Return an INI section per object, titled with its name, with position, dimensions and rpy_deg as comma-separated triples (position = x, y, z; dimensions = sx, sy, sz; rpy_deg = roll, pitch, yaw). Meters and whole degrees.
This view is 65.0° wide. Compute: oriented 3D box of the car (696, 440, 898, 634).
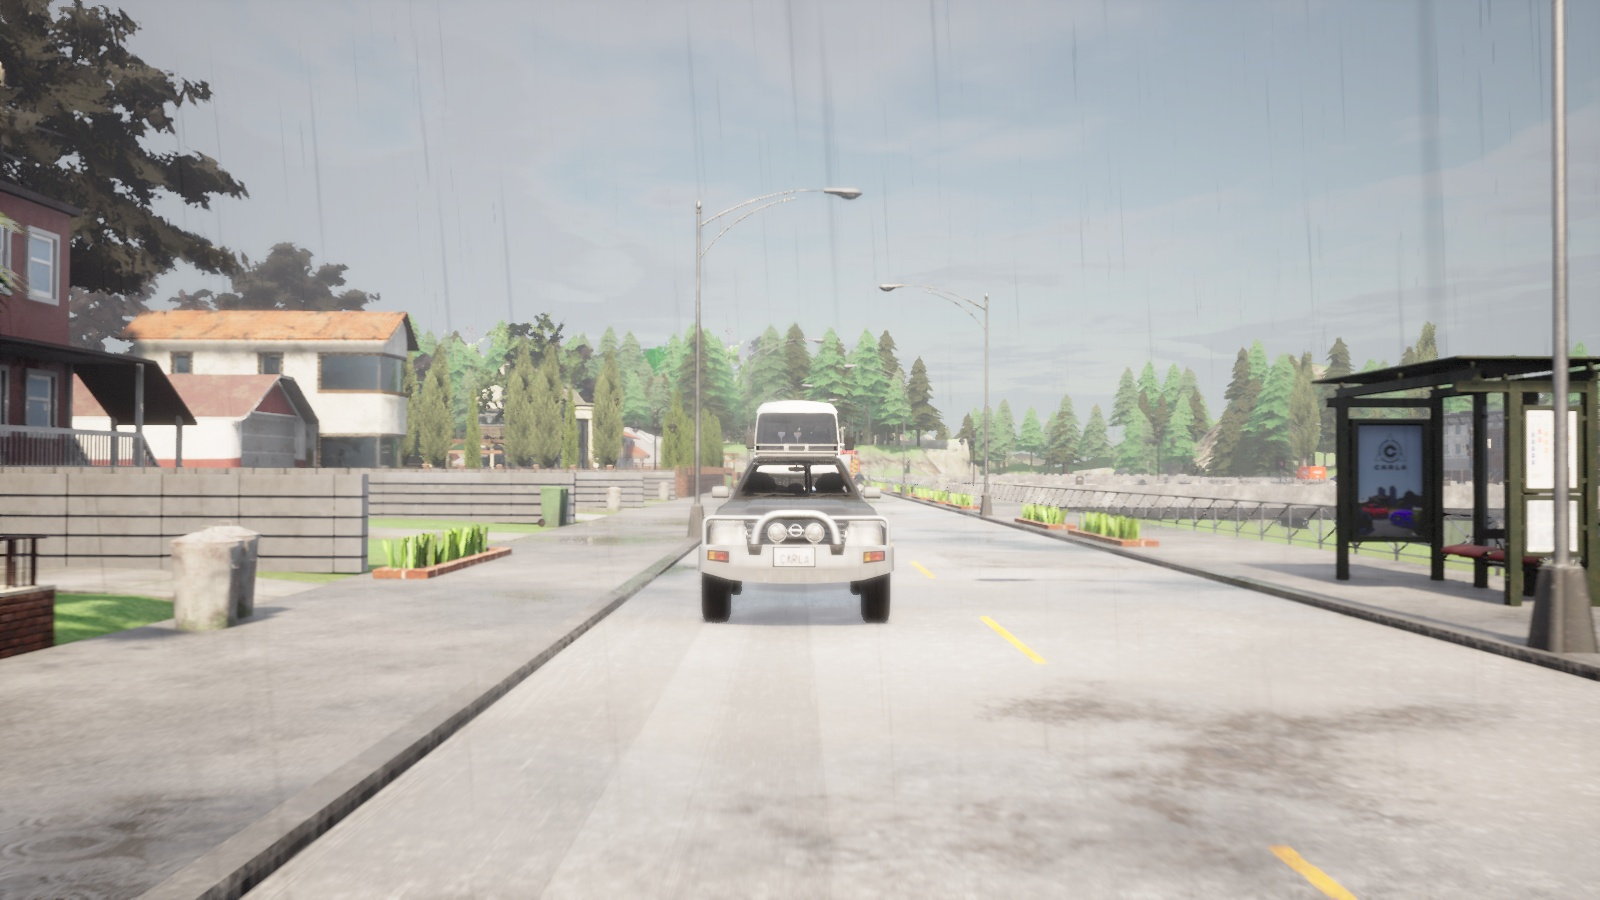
[car]
position = -0.035, 0.872, 14.366
dimensions = 1.932, 1.855, 4.605
rpy_deg = 0, -1, 0

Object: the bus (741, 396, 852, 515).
[bus]
position = -0.123, 0.275, 49.975
dimensions = 3.944, 4.253, 10.273
rpy_deg = 0, -1, 0
